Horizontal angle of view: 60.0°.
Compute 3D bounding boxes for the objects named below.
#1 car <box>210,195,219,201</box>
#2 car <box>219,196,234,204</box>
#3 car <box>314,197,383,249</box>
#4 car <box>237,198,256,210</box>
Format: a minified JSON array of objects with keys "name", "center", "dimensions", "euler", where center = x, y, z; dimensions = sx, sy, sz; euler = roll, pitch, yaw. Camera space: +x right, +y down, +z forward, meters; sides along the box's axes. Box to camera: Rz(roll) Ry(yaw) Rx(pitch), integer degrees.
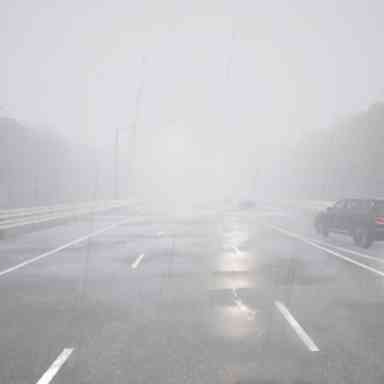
[{"name":"car","center":[7.182,1.772,95.360],"dimensions":[2.097,1.767,4.553],"euler":[0,-1,0]},{"name":"car","center":[7.030,1.646,65.264],"dimensions":[2.033,1.411,5.357],"euler":[0,0,0]},{"name":"car","center":[7.564,1.234,14.811],"dimensions":[2.150,2.045,5.566],"euler":[0,0,-6]},{"name":"car","center":[6.982,1.518,42.527],"dimensions":[1.837,1.490,4.892],"euler":[0,0,0]}]
